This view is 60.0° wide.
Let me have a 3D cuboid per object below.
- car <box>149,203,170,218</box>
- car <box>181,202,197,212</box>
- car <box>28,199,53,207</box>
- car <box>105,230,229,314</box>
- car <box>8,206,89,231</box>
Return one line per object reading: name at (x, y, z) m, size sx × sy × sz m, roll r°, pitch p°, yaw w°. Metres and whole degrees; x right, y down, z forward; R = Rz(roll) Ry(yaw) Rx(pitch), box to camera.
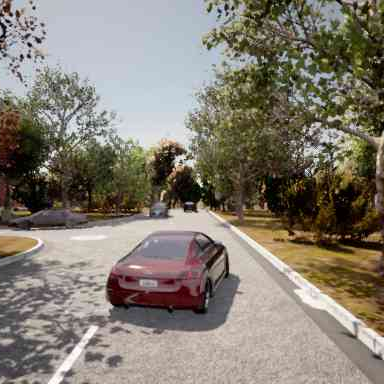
car at (-3.382, 1.897, 34.795) m, size 2.128 × 1.511 × 4.902 m, roll 0°, pitch -1°, yaw 0°
car at (-0.469, 2.215, 50.160) m, size 1.882 × 1.535 × 5.008 m, roll 0°, pitch -1°, yaw -7°
car at (-29.148, 2.354, 63.589) m, size 5.566 × 2.045 × 2.150 m, roll -1°, pitch -2°, yaw 21°
car at (-0.306, 1.588, 7.817) m, size 1.994 × 1.385 × 4.181 m, roll 0°, pitch 0°, yaw 13°
car at (-10.344, 2.003, 24.316) m, size 5.357 × 1.411 × 2.033 m, roll 0°, pitch -2°, yaw -18°
